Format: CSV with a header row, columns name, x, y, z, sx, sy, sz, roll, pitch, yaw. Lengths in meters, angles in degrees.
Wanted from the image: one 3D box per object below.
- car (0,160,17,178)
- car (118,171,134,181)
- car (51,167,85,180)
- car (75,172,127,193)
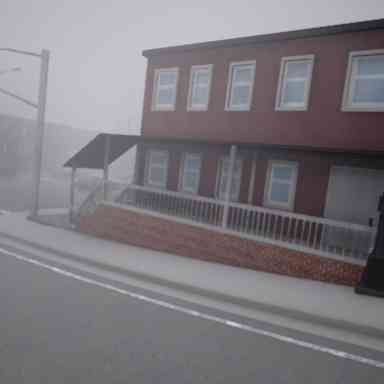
name,x,y,z,sx,sy,sz,roll,pitch,yaw
car,-20.128,-2.445,33.182,2.097,1.767,4.553,10,6,36
car,-9.054,-2.261,48.491,1.812,1.442,4.674,10,6,36
car,-14.827,-2.266,40.519,1.812,1.442,4.674,10,6,36
car,-8.659,-0.730,31.004,1.994,1.385,4.181,10,6,35
